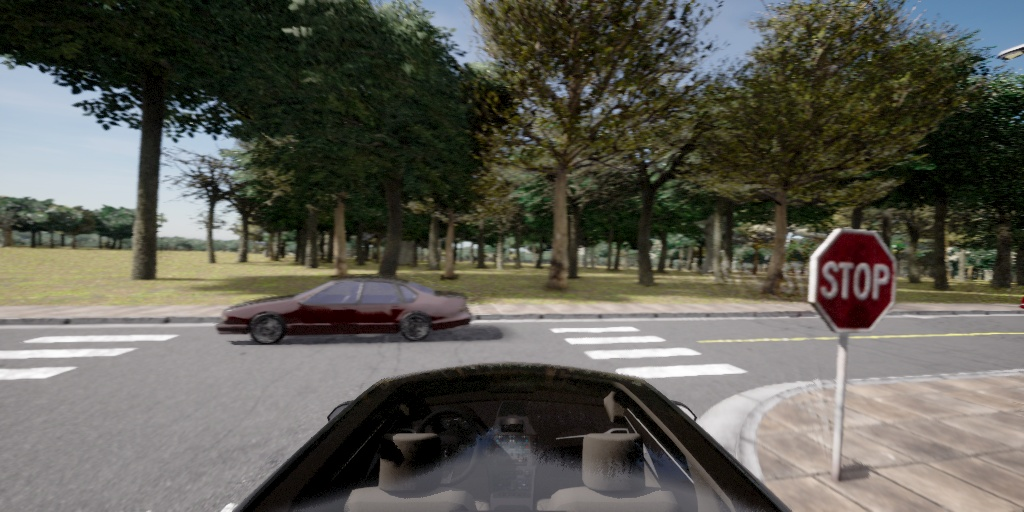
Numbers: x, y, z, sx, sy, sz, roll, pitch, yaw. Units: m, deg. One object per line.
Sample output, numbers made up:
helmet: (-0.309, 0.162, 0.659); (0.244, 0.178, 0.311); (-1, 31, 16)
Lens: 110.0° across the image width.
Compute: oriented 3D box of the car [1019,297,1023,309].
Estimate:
car: (22.969, 1.938, 14.159); (4.718, 1.301, 1.895); (2, 0, -12)

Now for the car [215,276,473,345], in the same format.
car: (-3.652, 1.200, 8.658); (5.357, 1.411, 2.033); (1, 0, -12)
